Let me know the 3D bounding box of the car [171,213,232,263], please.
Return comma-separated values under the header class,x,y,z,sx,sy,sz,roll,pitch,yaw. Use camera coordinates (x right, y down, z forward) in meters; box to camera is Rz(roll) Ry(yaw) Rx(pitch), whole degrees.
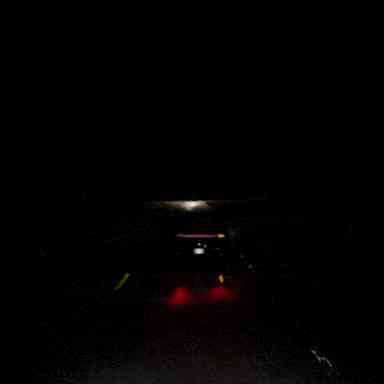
class,x,y,z,sx,sy,sz,roll,pitch,yaw
car,0.414,1.493,12.025,2.128,1.511,4.902,0,0,5
